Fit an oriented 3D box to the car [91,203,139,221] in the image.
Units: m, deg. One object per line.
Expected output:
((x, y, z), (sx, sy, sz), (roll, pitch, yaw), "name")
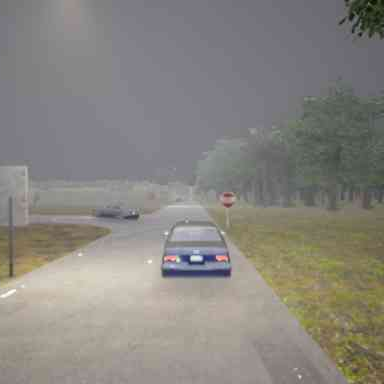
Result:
((-6.639, 1.680, 28.677), (4.181, 1.385, 1.994), (1, 1, 29), "car")

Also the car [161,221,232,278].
((0.097, 1.604, 10.236), (2.033, 1.411, 5.357), (0, 0, 0), "car")
